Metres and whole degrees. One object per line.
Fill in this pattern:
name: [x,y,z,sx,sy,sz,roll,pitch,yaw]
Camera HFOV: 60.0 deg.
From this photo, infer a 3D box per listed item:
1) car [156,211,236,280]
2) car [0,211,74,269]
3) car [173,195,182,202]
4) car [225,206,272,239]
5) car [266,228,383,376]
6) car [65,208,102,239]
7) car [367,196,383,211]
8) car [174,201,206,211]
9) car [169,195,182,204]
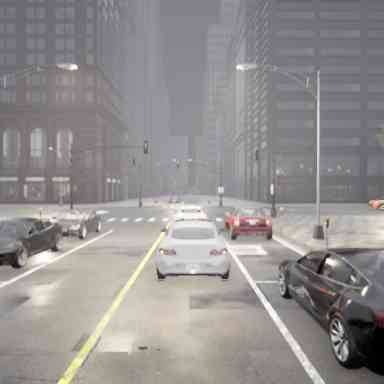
car: [0.033,1.510,9.749,1.812,1.442,4.674,0,0,0]
car: [-5.796,1.549,11.140,1.947,1.339,4.313,0,0,0]
car: [-3.304,1.431,76.540,1.837,1.490,4.892,0,0,0]
car: [2.710,1.415,16.806,1.967,1.590,4.097,0,0,0]
car: [2.748,1.557,5.534,1.947,1.339,4.313,0,0,0]
car: [-5.814,1.526,16.777,2.008,1.369,4.403,0,0,0]
car: [22.799,1.232,38.495,4.553,1.767,2.097,0,0,0]
car: [-0.056,1.497,19.235,1.812,1.442,4.674,0,0,0]
car: [-3.246,1.460,61.509,1.812,1.442,4.674,0,0,0]
